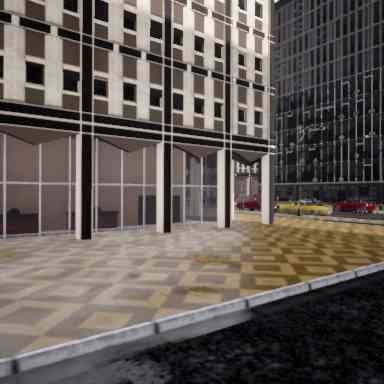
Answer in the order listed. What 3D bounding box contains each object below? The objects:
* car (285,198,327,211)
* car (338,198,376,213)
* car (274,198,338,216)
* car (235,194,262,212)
[{"bbox_3d":[13.625,1.438,39.853,2.008,1.369,4.403,1,0,-36],"label":"car"},{"bbox_3d":[17.023,1.361,35.303,1.967,1.590,4.097,1,0,-36],"label":"car"},{"bbox_3d":[10.172,1.415,30.035,1.752,1.417,4.829,1,0,-36],"label":"car"},{"bbox_3d":[6.725,1.171,34.758,2.192,1.841,5.009,1,0,-36],"label":"car"}]
